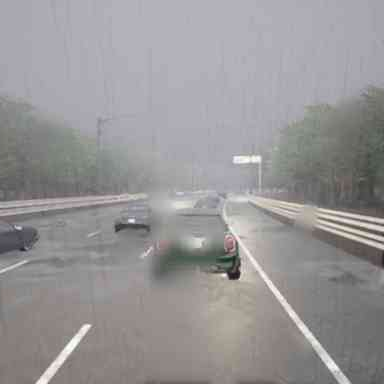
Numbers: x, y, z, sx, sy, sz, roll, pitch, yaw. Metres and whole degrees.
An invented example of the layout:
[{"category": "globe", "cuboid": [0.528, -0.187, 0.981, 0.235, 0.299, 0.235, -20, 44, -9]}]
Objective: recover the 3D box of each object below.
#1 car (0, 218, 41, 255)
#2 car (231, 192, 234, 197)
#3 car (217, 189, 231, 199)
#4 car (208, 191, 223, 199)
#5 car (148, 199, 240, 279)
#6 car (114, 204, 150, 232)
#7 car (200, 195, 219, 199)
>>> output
[{"category": "car", "cuboid": [-6.729, 1.430, 10.142, 2.033, 1.411, 5.357, 0, 1, 2]}, {"category": "car", "cuboid": [9.753, 0.664, 86.725, 1.895, 1.301, 4.718, 0, 1, 13]}, {"category": "car", "cuboid": [6.271, 0.492, 69.434, 2.150, 2.045, 5.566, 0, 1, 10]}, {"category": "car", "cuboid": [3.055, 0.984, 48.108, 1.882, 1.535, 5.008, 0, 1, 7]}, {"category": "car", "cuboid": [0.164, 1.249, 9.883, 2.097, 1.767, 4.553, 0, 1, 2]}, {"category": "car", "cuboid": [-2.891, 1.368, 18.447, 1.994, 1.385, 4.181, 0, 1, 3]}, {"category": "car", "cuboid": [1.273, 1.251, 30.599, 1.994, 1.385, 4.181, 0, 1, 5]}]
